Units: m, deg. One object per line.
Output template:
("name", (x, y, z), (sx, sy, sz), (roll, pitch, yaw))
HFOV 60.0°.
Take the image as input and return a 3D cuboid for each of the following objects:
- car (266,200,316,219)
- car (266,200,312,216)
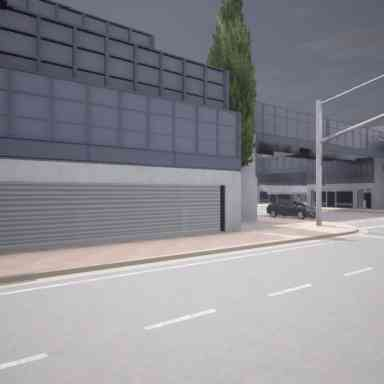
("car", (8.723, 1.505, 28.929), (1.837, 1.490, 4.892), (0, 0, -37))
("car", (9.691, 1.564, 33.481), (1.994, 1.385, 4.181), (0, 0, -37))
